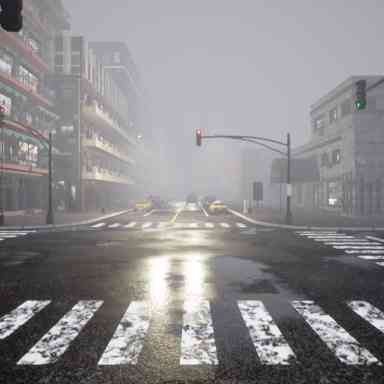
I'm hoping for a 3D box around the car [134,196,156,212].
[{"bbox_3d":[-5.706,1.549,39.273,1.752,1.417,4.829,0,0,0],"label":"car"}]

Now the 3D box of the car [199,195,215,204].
[{"bbox_3d":[2.670,1.351,50.526,2.192,1.841,5.009,0,0,0],"label":"car"}]

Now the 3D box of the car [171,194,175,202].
[{"bbox_3d":[-5.725,1.628,78.218,1.887,1.381,4.507,0,0,0],"label":"car"}]

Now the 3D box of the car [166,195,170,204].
[{"bbox_3d":[-5.717,1.603,61.600,2.008,1.369,4.403,0,0,0],"label":"car"}]

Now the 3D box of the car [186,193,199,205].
[{"bbox_3d":[-0.028,1.403,60.684,2.097,1.767,4.553,0,0,0],"label":"car"}]

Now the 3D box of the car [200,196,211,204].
[{"bbox_3d":[2.661,1.612,67.144,2.008,1.369,4.403,0,0,0],"label":"car"}]

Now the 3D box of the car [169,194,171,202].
[{"bbox_3d":[-5.719,1.587,66.969,1.752,1.417,4.829,0,0,0],"label":"car"}]

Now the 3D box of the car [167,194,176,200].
[{"bbox_3d":[-5.732,1.434,94.836,2.192,1.841,5.009,0,0,0],"label":"car"}]

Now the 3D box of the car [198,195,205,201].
[{"bbox_3d":[2.650,1.632,89.471,1.752,1.417,4.829,0,0,0],"label":"car"}]

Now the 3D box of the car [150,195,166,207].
[{"bbox_3d":[-5.711,1.351,50.522,2.192,1.841,5.009,0,0,0],"label":"car"}]

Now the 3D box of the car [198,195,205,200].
[{"bbox_3d":[2.648,1.670,94.840,2.008,1.369,4.403,0,0,0],"label":"car"}]

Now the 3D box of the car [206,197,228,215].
[{"bbox_3d":[2.677,1.544,34.079,1.752,1.417,4.829,0,0,0],"label":"car"}]

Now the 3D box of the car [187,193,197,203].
[{"bbox_3d":[-0.032,1.182,70.747,2.150,2.045,5.566,0,0,0],"label":"car"}]

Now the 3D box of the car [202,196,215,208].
[{"bbox_3d":[2.671,1.611,44.987,1.802,1.307,4.206,0,0,0],"label":"car"}]
